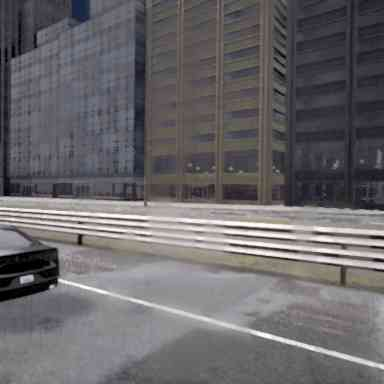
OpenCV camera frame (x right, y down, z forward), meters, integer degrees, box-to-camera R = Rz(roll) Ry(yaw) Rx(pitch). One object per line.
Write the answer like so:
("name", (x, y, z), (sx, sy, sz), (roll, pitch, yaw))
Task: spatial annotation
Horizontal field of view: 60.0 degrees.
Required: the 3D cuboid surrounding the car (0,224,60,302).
("car", (-5.082, 1.463, 7.616), (5.008, 1.535, 1.882), (0, 0, 35))
